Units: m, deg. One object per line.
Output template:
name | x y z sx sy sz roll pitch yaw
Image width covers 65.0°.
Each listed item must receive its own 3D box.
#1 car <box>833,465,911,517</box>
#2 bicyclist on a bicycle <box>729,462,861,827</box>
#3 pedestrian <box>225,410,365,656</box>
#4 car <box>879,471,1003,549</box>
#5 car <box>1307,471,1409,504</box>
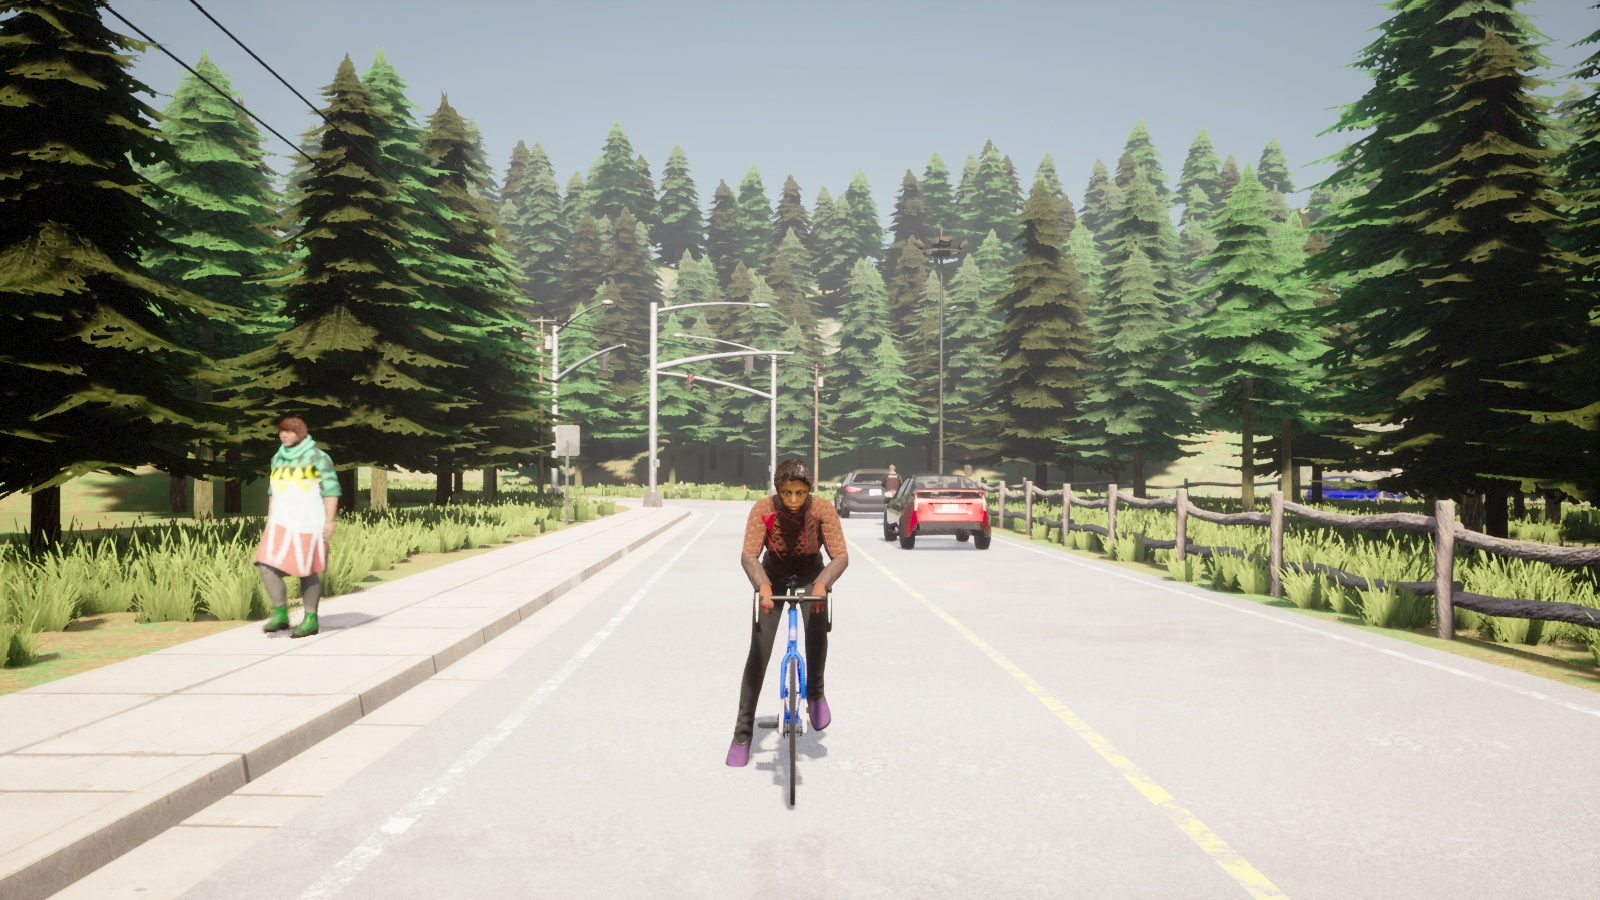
car | 2.401 1.381 43.205 2.242 1.667 4.611 0 -1 -2
bicyclist on a bicycle | -0.030 0.875 6.417 0.582 1.620 1.656 0 -1 -1
pedestrian | -4.218 0.668 10.523 0.659 1.952 0.873 -1 -1 22
car | 2.901 1.207 26.798 2.007 1.525 4.514 0 -1 -2
car | 25.765 1.731 57.990 4.193 1.474 1.816 -1 -1 27
